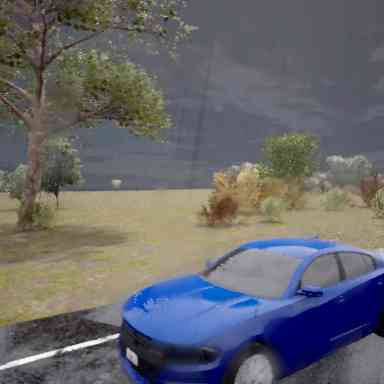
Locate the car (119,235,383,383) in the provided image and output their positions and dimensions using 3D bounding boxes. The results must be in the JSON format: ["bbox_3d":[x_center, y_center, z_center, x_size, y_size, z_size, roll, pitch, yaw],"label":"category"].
[{"bbox_3d":[1.385,1.483,5.012,5.008,1.535,1.882,0,0,-36],"label":"car"}]
